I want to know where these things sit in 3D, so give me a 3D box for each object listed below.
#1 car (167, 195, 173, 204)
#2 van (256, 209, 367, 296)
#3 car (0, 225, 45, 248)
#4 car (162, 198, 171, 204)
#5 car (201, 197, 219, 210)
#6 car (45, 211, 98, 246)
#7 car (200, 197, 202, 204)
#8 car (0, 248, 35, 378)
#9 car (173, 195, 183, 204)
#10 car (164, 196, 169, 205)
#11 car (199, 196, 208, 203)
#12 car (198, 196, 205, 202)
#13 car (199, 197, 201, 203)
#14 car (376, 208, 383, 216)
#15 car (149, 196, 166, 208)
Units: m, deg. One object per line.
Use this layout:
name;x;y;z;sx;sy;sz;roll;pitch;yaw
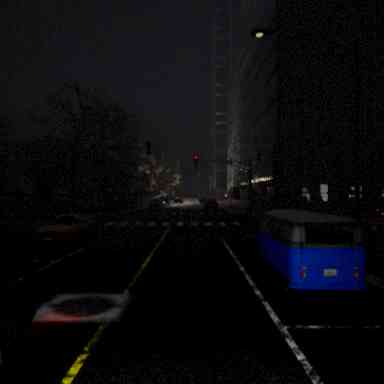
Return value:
car;-5.682;1.672;69.373;2.192;1.841;5.009;0;0;0
van;2.775;1.387;8.521;1.690;1.788;3.998;0;0;0
car;-5.768;1.612;8.519;1.947;1.339;4.313;0;0;0
car;-5.682;1.966;75.054;1.802;1.307;4.206;0;0;0
car;2.697;1.682;46.645;1.967;1.590;4.097;0;0;0
car;-5.816;1.608;15.753;1.752;1.417;4.829;0;0;0
car;2.697;1.837;52.325;1.947;1.339;4.313;0;0;0
car;-3.099;1.561;2.286;2.033;1.411;5.357;0;0;0
car;-2.995;1.963;72.407;1.895;1.301;4.718;0;0;0
car;-5.684;1.851;58.006;2.008;1.369;4.403;0;0;0
car;2.700;1.848;80.731;1.967;1.590;4.097;0;0;0
car;2.701;1.978;92.266;1.752;1.417;4.829;0;0;0
car;2.699;1.949;75.049;1.947;1.339;4.313;0;0;0
car;19.146;1.655;29.500;4.718;1.301;1.895;0;-1;1
car;-5.684;1.816;52.323;1.887;1.381;4.507;0;0;0
